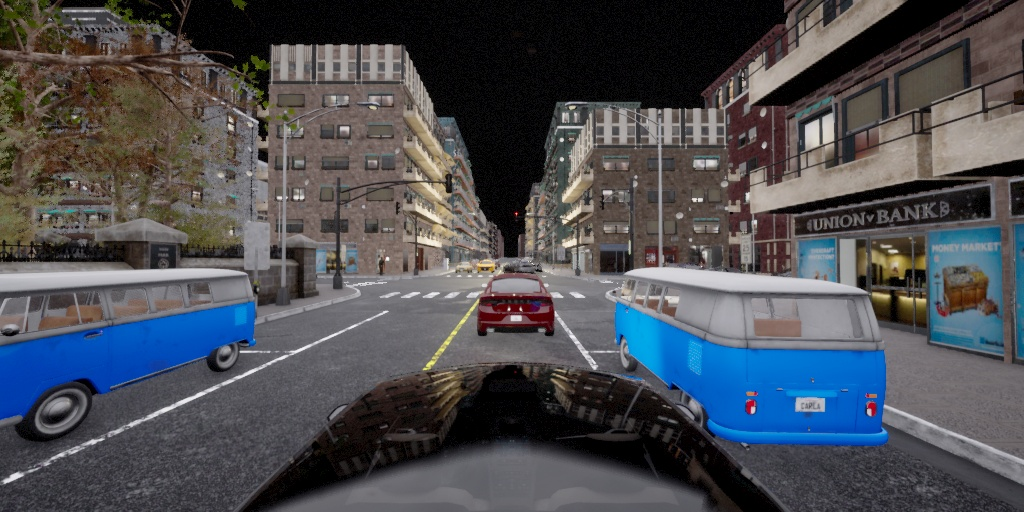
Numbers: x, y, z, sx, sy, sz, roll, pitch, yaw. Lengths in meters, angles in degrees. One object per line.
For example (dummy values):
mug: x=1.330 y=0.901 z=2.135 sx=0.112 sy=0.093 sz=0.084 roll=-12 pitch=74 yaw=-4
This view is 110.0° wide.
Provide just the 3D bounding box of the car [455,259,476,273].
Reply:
car: x=-5.699 y=1.291 z=42.829 sx=1.751 sy=1.417 sz=4.829 roll=0 pitch=0 yaw=0

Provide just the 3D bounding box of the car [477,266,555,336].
car: x=0.096 y=1.231 z=10.416 sx=1.882 sy=1.535 sz=5.008 roll=0 pitch=0 yaw=0

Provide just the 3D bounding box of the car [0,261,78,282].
car: x=-35.364 y=1.094 z=25.972 sx=5.357 sy=1.411 sz=2.033 roll=0 pitch=-1 yaw=1

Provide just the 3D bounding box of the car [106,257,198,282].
car: x=-25.837 y=0.950 z=25.856 sx=4.553 sy=1.767 sz=2.097 roll=0 pitch=-1 yaw=1

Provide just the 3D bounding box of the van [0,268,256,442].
van: x=-5.657 y=1.092 z=5.055 sx=1.690 sy=1.789 sz=3.998 roll=0 pitch=0 yaw=0

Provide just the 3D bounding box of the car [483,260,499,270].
car: x=-3.109 y=1.319 z=54.187 sx=2.033 sy=1.411 sz=5.357 roll=0 pitch=0 yaw=0

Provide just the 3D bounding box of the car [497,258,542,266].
car: x=0.616 y=1.254 z=35.073 sx=2.128 sy=1.511 sz=4.902 roll=-1 pitch=0 yaw=-23

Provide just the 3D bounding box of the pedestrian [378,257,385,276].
pedestrian: x=-12.547 y=0.969 z=34.440 sx=0.375 sy=1.860 sz=0.375 roll=0 pitch=-1 yaw=1

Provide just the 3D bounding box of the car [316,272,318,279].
car: x=-16.610 y=1.139 z=25.745 sx=4.902 sy=1.511 sz=2.128 roll=0 pitch=-1 yaw=1

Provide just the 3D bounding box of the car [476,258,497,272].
car: x=-3.112 y=1.244 z=43.692 sx=1.882 sy=1.535 sz=5.008 roll=0 pitch=0 yaw=0

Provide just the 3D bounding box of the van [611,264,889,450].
van: x=2.658 y=1.092 z=5.055 sx=1.690 sy=1.789 sz=3.998 roll=0 pitch=0 yaw=0
